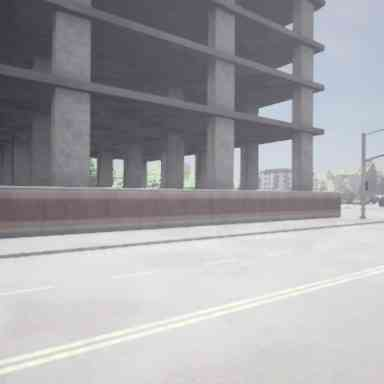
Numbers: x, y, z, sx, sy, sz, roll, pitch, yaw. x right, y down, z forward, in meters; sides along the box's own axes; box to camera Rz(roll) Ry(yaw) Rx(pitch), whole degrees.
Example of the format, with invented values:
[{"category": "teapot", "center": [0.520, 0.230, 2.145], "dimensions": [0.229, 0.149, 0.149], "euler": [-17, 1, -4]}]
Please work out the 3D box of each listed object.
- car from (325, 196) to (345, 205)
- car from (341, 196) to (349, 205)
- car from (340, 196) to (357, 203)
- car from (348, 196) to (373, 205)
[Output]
[{"category": "car", "center": [31.541, 1.788, 73.212], "dimensions": [4.605, 1.855, 1.932], "euler": [1, 0, -35]}, {"category": "car", "center": [33.132, 1.999, 71.051], "dimensions": [3.905, 1.438, 1.784], "euler": [1, 0, -35]}, {"category": "car", "center": [40.621, 1.928, 86.449], "dimensions": [4.605, 1.855, 1.932], "euler": [1, 0, -35]}, {"category": "car", "center": [34.805, 2.030, 68.688], "dimensions": [3.806, 1.475, 1.970], "euler": [1, 0, -35]}]
